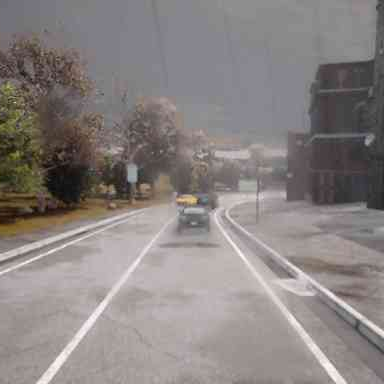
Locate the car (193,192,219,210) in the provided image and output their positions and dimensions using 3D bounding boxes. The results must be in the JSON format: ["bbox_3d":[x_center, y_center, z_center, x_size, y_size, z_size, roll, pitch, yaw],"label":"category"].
[{"bbox_3d":[1.973,1.058,40.621,2.150,2.045,5.566,1,1,11],"label":"car"}]

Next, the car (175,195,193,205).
[{"bbox_3d":[-0.847,1.175,44.956,1.882,1.535,5.008,1,1,13],"label":"car"}]

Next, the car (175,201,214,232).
[{"bbox_3d":[0.147,1.493,19.747,1.812,1.442,4.674,0,0,1],"label":"car"}]
